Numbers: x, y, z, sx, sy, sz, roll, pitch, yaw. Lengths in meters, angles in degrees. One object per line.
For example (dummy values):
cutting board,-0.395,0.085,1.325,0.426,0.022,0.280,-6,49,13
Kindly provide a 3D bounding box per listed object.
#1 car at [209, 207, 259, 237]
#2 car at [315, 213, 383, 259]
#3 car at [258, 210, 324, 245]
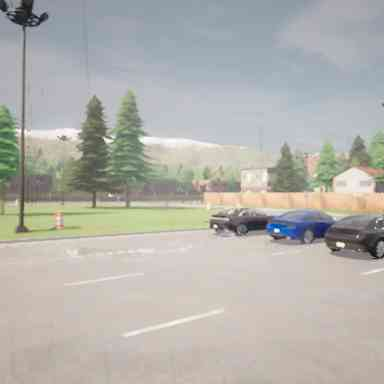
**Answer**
car,3.216,1.643,19.138,4.902,1.511,2.128,1,0,-36
car,7.334,1.657,13.375,4.892,1.490,1.837,0,0,-35
car,5.910,1.635,16.647,5.008,1.535,1.882,0,0,-35
